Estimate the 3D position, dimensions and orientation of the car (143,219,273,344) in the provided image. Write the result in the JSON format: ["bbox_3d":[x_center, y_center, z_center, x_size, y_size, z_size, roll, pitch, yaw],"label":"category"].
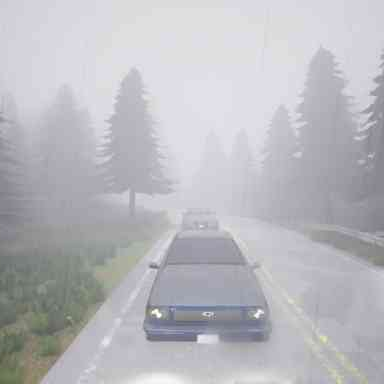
[{"bbox_3d":[0.250,1.557,7.054,2.033,1.411,5.357,0,0,1],"label":"car"}]

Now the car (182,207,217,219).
[{"bbox_3d":[0.402,1.584,19.139,1.994,1.385,4.181,0,0,-2],"label":"car"}]
